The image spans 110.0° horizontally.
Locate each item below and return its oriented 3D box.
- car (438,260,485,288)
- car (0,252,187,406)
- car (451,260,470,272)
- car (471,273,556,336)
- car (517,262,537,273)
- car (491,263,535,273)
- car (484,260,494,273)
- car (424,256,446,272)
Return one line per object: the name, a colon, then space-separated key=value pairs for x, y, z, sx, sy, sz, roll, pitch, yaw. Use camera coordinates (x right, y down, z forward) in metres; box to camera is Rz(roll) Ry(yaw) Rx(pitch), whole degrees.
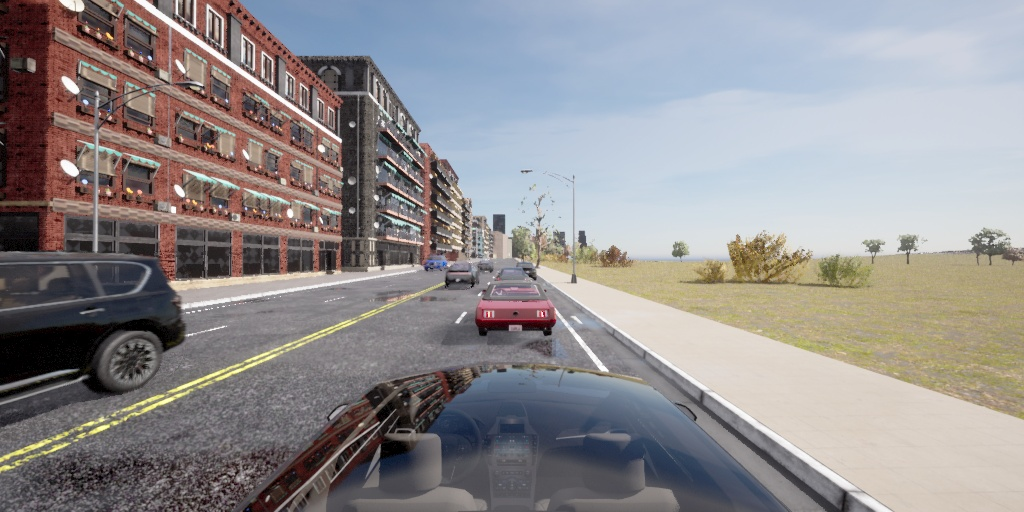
car: x=-3.207 y=1.247 z=23.740 sx=2.128 sy=1.511 sz=4.902 roll=0 pitch=0 yaw=0
car: x=-6.605 y=0.972 z=3.738 sx=2.150 sy=2.045 sz=5.566 roll=0 pitch=0 yaw=0
car: x=-6.717 y=1.281 z=46.827 sx=1.812 sy=1.442 sz=4.674 roll=0 pitch=0 yaw=0
car: x=0.079 y=1.353 z=10.368 sx=1.895 sy=1.301 sz=4.718 roll=0 pitch=0 yaw=0
car: x=1.062 y=1.261 z=30.392 sx=1.837 sy=1.490 sz=4.892 roll=0 pitch=0 yaw=0
car: x=0.043 y=1.318 z=20.399 sx=1.994 sy=1.385 sz=4.181 roll=0 pitch=0 yaw=0
car: x=-3.261 y=1.245 z=44.042 sx=2.128 sy=1.511 sz=4.902 roll=0 pitch=0 yaw=0
car: x=-9.969 y=0.977 z=47.220 sx=2.150 sy=2.045 sz=5.566 roll=0 pitch=0 yaw=0
